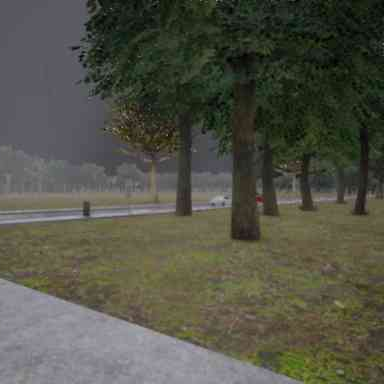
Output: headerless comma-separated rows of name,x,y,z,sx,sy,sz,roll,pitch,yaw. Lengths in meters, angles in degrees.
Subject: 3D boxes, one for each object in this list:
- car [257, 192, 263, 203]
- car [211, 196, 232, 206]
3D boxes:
car,10.234,0.982,55.824,2.150,2.045,5.566,1,0,36
car,4.460,1.285,47.786,1.812,1.442,4.674,1,0,36
